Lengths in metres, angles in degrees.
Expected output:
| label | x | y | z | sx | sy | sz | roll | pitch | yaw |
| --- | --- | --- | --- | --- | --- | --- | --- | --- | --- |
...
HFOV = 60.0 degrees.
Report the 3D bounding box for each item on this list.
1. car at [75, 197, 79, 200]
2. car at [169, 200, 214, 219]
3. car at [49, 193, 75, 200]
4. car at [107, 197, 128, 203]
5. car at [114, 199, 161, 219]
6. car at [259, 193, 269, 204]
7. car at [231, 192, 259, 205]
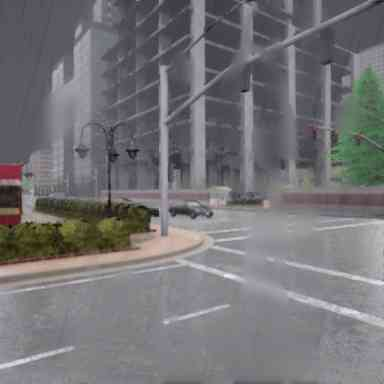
| label | x | y | z | sx | sy | sz | roll | pitch | yaw |
| --- | --- | --- | --- | --- | --- | --- | --- | --- | --- |
| car | -20.043 | 1.420 | 55.274 | 2.033 | 1.411 | 5.357 | 0 | 0 | -36 |
| car | -0.173 | 1.394 | 27.640 | 1.812 | 1.442 | 4.674 | 0 | 0 | -36 |
| car | -19.009 | 1.110 | 47.770 | 2.150 | 2.045 | 5.566 | 0 | 0 | -35 |
| car | -8.264 | 1.347 | 38.829 | 1.882 | 1.535 | 5.008 | 0 | 1 | -36 |
| car | -4.363 | 1.486 | 27.461 | 1.895 | 1.301 | 4.718 | 0 | 0 | -36 |
| car | 10.182 | 0.926 | 52.772 | 1.905 | 1.878 | 3.866 | 0 | 0 | -36 |
| car | 7.789 | 0.940 | 51.062 | 1.905 | 1.878 | 3.866 | 0 | 0 | -36 |
